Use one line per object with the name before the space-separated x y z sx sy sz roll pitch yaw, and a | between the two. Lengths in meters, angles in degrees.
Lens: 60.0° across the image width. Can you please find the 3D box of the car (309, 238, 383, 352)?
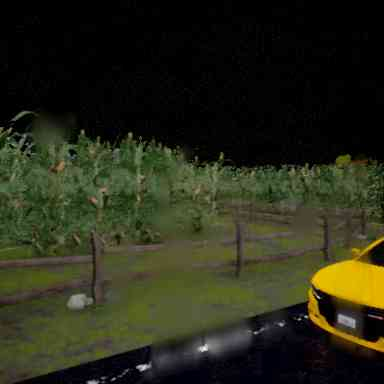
car | 4.148 1.480 5.844 5.008 1.535 1.882 1 0 -34
